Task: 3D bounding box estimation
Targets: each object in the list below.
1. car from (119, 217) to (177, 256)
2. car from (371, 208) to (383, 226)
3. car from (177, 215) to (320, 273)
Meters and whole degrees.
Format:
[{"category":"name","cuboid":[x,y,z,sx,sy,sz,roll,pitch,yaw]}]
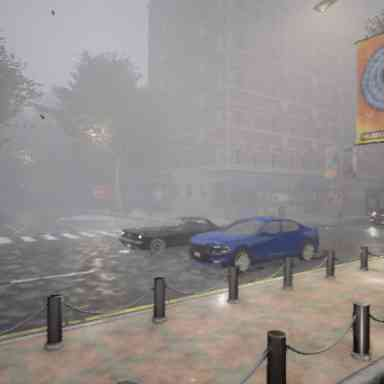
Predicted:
[{"category":"car","cuboid":[-0.492,1.672,13.468,4.718,1.301,1.895,1,0,-36]},{"category":"car","cuboid":[15.251,1.614,24.697,4.553,1.767,2.097,1,0,-35]},{"category":"car","cuboid":[2.192,1.557,11.083,5.008,1.535,1.882,1,0,-36]}]
